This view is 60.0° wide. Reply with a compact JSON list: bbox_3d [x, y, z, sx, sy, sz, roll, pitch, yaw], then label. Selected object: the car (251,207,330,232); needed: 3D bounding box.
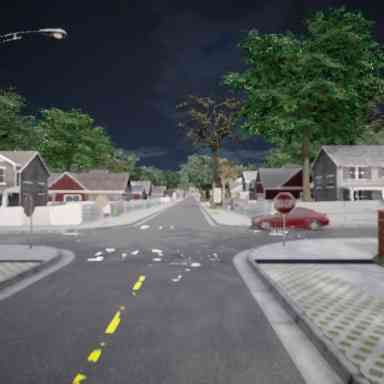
[{"bbox_3d":[6.026,1.653,20.567,4.674,1.442,1.812,-1,-1,6],"label":"car"}]
